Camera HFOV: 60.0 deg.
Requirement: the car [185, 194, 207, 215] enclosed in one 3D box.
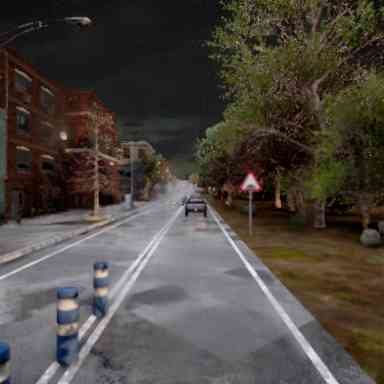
[{"bbox_3d":[0.351,1.235,29.897,2.128,1.511,4.902,0,1,1],"label":"car"}]
